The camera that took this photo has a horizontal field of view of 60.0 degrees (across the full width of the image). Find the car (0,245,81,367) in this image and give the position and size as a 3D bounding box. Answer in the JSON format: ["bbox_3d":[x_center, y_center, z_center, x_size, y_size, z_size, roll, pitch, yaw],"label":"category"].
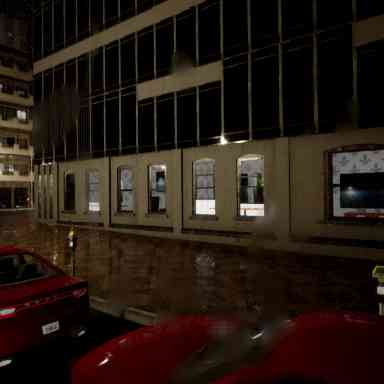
[{"bbox_3d":[-3.561,1.546,5.414,4.507,1.381,1.887,0,-1,35],"label":"car"}]

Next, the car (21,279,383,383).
[{"bbox_3d":[1.016,1.545,2.158,4.507,1.381,1.887,0,-1,35],"label":"car"}]
